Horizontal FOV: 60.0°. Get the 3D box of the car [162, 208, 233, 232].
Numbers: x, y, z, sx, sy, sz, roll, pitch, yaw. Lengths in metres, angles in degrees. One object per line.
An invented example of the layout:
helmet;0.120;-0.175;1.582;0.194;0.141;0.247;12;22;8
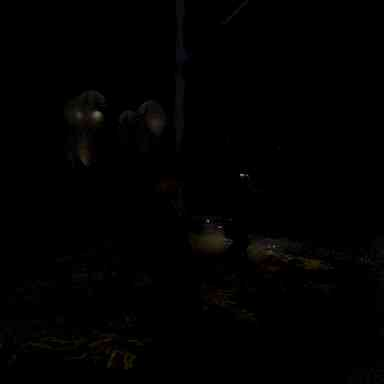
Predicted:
car;0.225;1.601;19.047;1.895;1.301;4.718;0;0;-35
